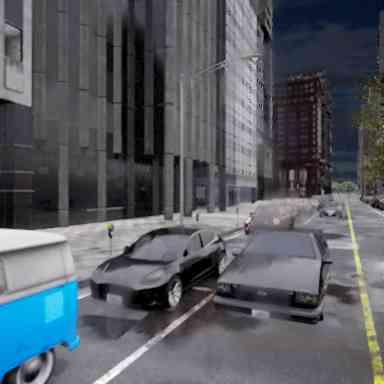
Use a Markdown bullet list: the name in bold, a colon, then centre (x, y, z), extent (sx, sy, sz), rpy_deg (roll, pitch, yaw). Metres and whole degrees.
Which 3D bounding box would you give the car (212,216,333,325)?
- **car**: centre (2.209, 1.555, 7.713), extent (2.033, 1.411, 5.357), rpy_deg (0, 0, 25)

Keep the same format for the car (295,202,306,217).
- **car**: centre (6.580, 1.579, 23.361), extent (1.887, 1.381, 4.507), rpy_deg (0, 0, 25)

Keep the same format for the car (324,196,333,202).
- **car**: centre (34.856, 1.831, 84.835), extent (1.947, 1.339, 4.313), rpy_deg (0, 0, 25)

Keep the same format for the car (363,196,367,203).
- **car**: centre (35.529, 1.758, 65.897), extent (1.947, 1.339, 4.313), rpy_deg (0, 0, 25)

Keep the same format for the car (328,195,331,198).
- **car**: centre (23.074, 1.460, 59.222), extent (2.192, 1.841, 5.009), rpy_deg (0, 0, 25)

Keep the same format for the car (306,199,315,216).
- **car**: centre (11.293, 1.637, 33.607), extent (1.802, 1.307, 4.206), rpy_deg (0, 0, 25)

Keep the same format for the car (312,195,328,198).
- **car**: centre (18.361, 1.416, 48.975), extent (2.192, 1.841, 5.009), rpy_deg (0, 0, 25)

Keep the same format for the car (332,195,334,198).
- **car**: centre (27.787, 1.505, 69.467), extent (2.192, 1.841, 5.009), rpy_deg (0, 0, 25)

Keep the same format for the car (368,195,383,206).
- **car**: centre (28.459, 1.440, 50.528), extent (2.192, 1.841, 5.009), rpy_deg (0, 0, 25)

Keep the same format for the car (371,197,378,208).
- **car**: centre (26.102, 1.669, 45.403), extent (1.947, 1.339, 4.313), rpy_deg (0, 0, 25)

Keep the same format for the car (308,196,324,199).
- **car**: centre (15.934, 1.606, 43.698), extent (1.752, 1.417, 4.829), rpy_deg (0, 0, 25)

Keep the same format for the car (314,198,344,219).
- **car**: centre (12.507, 1.541, 29.865), extent (2.128, 1.511, 4.902), rpy_deg (0, 0, 25)

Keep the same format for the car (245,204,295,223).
- **car**: centre (4.223, 1.464, 18.238), extent (1.967, 1.590, 4.097), rpy_deg (0, 0, 25)

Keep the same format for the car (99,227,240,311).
- **car**: centre (-0.490, 1.571, 7.992), extent (1.947, 1.339, 4.313), rpy_deg (0, 0, 25)

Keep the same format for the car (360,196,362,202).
- **car**: centre (40.242, 1.823, 76.144), extent (1.802, 1.307, 4.206), rpy_deg (0, 0, 25)

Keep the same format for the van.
- **van**: centre (-2.845, 1.341, 2.869), extent (1.690, 1.788, 3.998), rpy_deg (0, 0, 25)

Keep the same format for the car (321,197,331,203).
- **car**: centre (30.144, 1.758, 74.589), extent (1.887, 1.381, 4.507), rpy_deg (0, 0, 25)

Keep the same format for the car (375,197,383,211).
- **car**: centre (23.746, 1.665, 40.281), extent (1.802, 1.307, 4.206), rpy_deg (0, 0, 25)

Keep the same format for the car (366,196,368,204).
- **car**: centre (30.816, 1.692, 55.650), extent (1.887, 1.381, 4.507), rpy_deg (0, 0, 25)
